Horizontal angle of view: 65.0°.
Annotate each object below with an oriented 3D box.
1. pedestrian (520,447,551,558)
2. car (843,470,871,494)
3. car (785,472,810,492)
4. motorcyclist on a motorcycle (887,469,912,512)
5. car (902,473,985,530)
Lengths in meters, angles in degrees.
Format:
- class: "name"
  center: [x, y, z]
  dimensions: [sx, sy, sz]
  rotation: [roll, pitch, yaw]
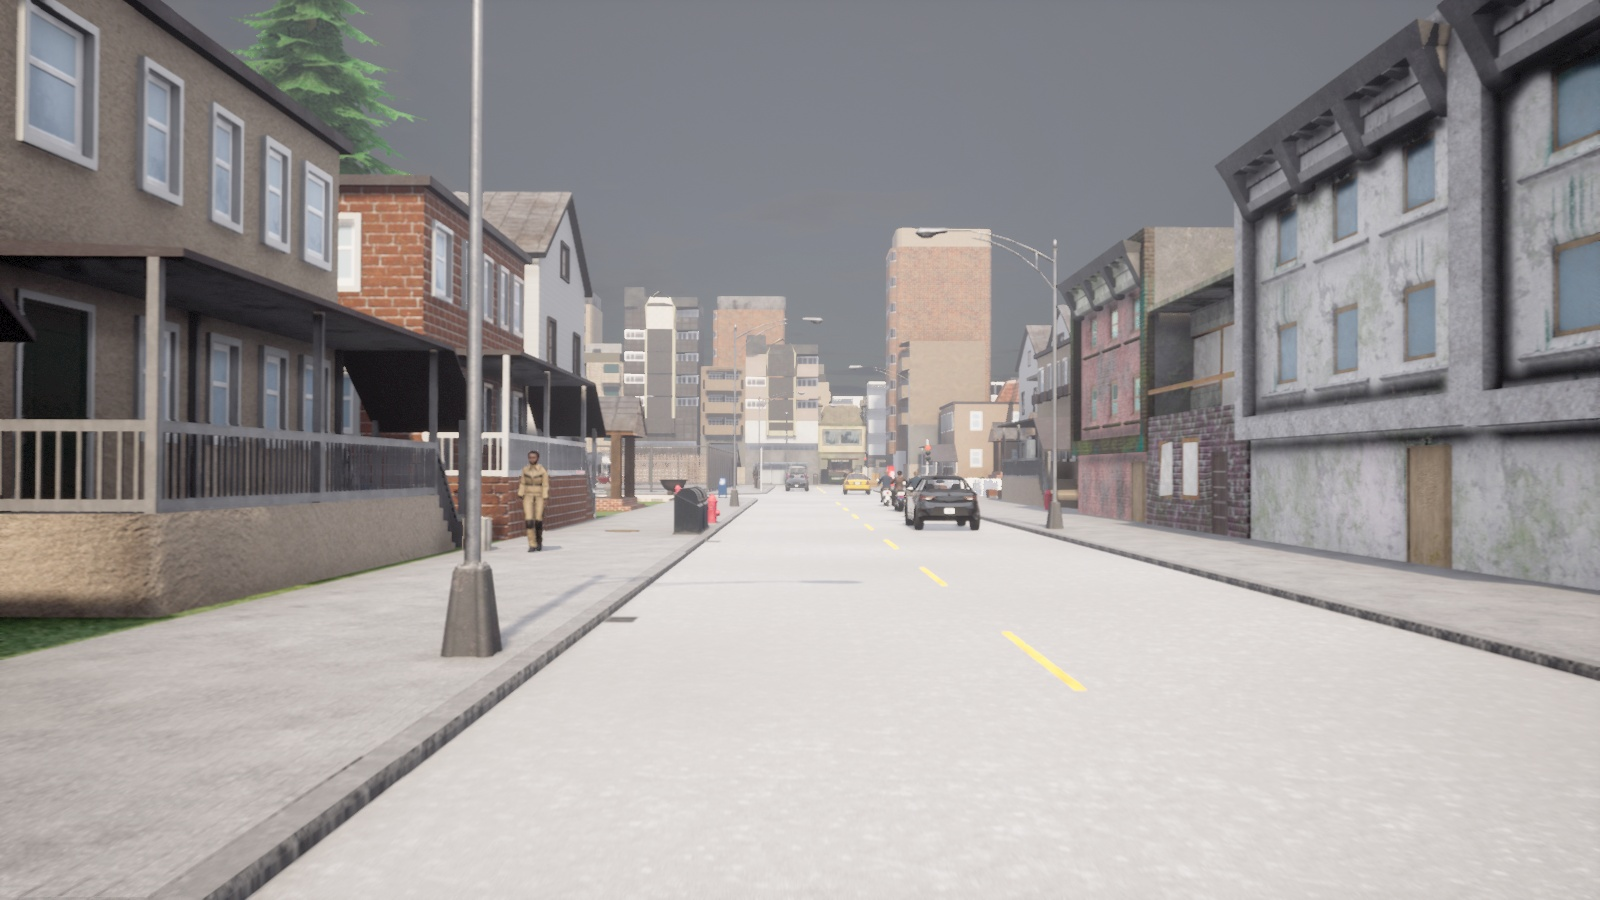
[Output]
- class: "pedestrian"
  center: [-4.686, 0.916, 22.271]
  dimensions: [0.396, 1.930, 0.692]
  rotation: [0, -1, -1]
- class: "car"
  center: [3.868, 2.175, 85.797]
  dimensions: [1.801, 1.575, 5.366]
  rotation: [0, -1, 1]
- class: "car"
  center: [-0.186, 2.465, 97.694]
  dimensions: [1.816, 1.474, 4.193]
  rotation: [0, -1, 2]
- class: "motorcyclist on a motorcycle"
  center: [3.884, 1.575, 49.281]
  dimensions: [0.766, 1.649, 2.350]
  rotation: [0, -1, 0]
- class: "car"
  center: [3.918, 1.398, 34.927]
  dimensions: [1.816, 1.474, 4.193]
  rotation: [0, -1, 0]
